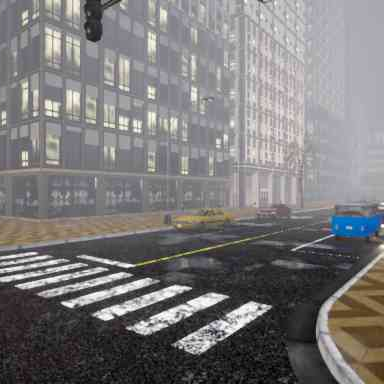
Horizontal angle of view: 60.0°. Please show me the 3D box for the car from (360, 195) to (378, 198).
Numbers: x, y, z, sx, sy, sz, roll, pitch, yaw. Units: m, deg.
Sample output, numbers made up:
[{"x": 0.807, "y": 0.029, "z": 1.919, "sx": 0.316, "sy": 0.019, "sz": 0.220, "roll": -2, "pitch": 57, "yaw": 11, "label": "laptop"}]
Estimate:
[{"x": 30.925, "y": 1.377, "z": 58.463, "sx": 2.192, "sy": 1.841, "sz": 5.009, "roll": 0, "pitch": 0, "yaw": 38, "label": "car"}]

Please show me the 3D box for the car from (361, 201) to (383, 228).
[{"x": 13.172, "y": 1.471, "z": 22.912, "sx": 1.967, "sy": 1.590, "sz": 4.097, "roll": 0, "pitch": 0, "yaw": 38, "label": "car"}]

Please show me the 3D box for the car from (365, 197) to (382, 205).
[{"x": 34.348, "y": 1.621, "z": 62.848, "sx": 2.008, "sy": 1.369, "sz": 4.403, "roll": 0, "pitch": 0, "yaw": 38, "label": "car"}]

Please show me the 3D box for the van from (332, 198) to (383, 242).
[{"x": 8.164, "y": 1.366, "z": 16.317, "sx": 1.690, "sy": 1.788, "sz": 3.998, "roll": 0, "pitch": 0, "yaw": 38, "label": "van"}]

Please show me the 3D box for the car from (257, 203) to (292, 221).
[{"x": 6.960, "y": 1.599, "z": 27.762, "sx": 1.802, "sy": 1.307, "sz": 4.206, "roll": 0, "pitch": 0, "yaw": 38, "label": "car"}]

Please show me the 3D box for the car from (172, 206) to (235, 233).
[{"x": 0.800, "y": 1.535, "z": 20.081, "sx": 1.752, "sy": 1.417, "sz": 4.829, "roll": 0, "pitch": 0, "yaw": 38, "label": "car"}]
